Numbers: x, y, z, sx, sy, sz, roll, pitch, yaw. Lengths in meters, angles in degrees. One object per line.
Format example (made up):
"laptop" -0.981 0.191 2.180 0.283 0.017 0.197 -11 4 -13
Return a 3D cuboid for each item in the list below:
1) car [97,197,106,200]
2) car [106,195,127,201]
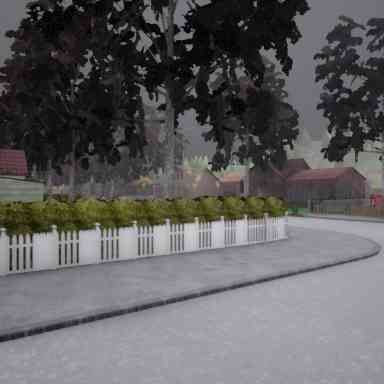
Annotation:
"car" -17.272 1.562 64.431 1.994 1.385 4.181 0 0 -36
"car" -9.950 1.351 46.940 2.097 1.767 4.553 0 0 -35
